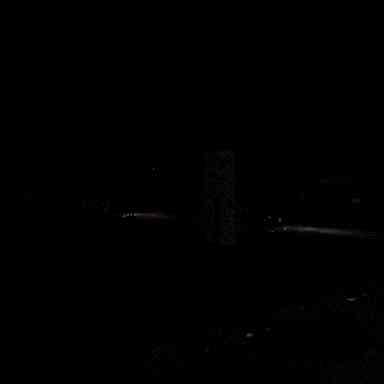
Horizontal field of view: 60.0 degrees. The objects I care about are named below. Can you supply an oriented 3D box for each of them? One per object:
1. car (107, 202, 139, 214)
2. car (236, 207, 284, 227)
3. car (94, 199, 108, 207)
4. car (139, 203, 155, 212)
[{"bbox_3d":[-10.267,2.337,49.464,2.128,1.511,4.902,-1,1,-35],"label":"car"},{"bbox_3d":[5.360,1.976,27.643,2.128,1.511,4.902,-1,-1,-36],"label":"car"},{"bbox_3d":[-18.245,2.171,66.854,1.837,1.490,4.892,-1,1,-36],"label":"car"},{"bbox_3d":[-7.789,2.385,52.304,1.895,1.301,4.718,-1,1,-36],"label":"car"}]
